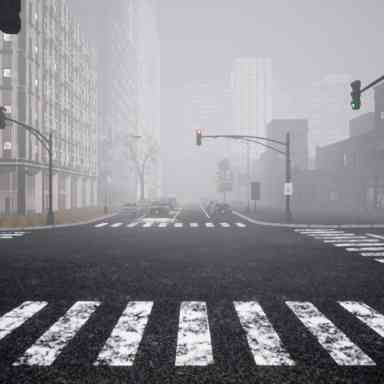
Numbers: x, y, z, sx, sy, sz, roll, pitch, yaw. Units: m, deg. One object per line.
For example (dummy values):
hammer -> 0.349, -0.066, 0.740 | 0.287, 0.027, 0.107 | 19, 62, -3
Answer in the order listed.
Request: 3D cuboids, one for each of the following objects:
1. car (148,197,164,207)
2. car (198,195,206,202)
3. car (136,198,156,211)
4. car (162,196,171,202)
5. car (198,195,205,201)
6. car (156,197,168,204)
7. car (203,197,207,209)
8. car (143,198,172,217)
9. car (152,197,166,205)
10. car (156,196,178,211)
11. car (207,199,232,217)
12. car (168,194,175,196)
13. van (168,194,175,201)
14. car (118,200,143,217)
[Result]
car -> -5.718, 1.574, 52.980 | 2.008, 1.369, 4.403 | 0, 0, 0
car -> 2.649, 1.600, 75.148 | 2.008, 1.369, 4.403 | 0, 0, 0
car -> -5.713, 1.541, 41.728 | 1.752, 1.417, 4.829 | 0, 0, 0
car -> -5.732, 1.631, 75.143 | 1.802, 1.307, 4.206 | 0, 0, 0
car -> 2.639, 1.639, 91.771 | 1.947, 1.339, 4.313 | 0, 0, 0
car -> -5.726, 1.600, 64.062 | 1.947, 1.339, 4.313 | 0, 0, 0
car -> 2.668, 1.598, 41.903 | 1.802, 1.307, 4.206 | 0, 0, 0
car -> -3.135, 1.573, 30.997 | 1.994, 1.385, 4.181 | 0, 0, -2
car -> -5.722, 1.594, 58.520 | 1.947, 1.339, 4.313 | 0, 0, 0
car -> -3.120, 1.579, 40.960 | 1.994, 1.385, 4.181 | 0, 0, 0
car -> 2.675, 1.554, 30.821 | 1.887, 1.381, 4.507 | 0, 0, 0
car -> -3.117, 1.500, 50.943 | 1.882, 1.535, 5.008 | 0, 0, 0
van -> -5.741, 1.414, 91.766 | 1.690, 1.788, 3.998 | 0, 0, 0
car -> -5.707, 1.591, 30.816 | 1.802, 1.307, 4.206 | 0, 0, 0
